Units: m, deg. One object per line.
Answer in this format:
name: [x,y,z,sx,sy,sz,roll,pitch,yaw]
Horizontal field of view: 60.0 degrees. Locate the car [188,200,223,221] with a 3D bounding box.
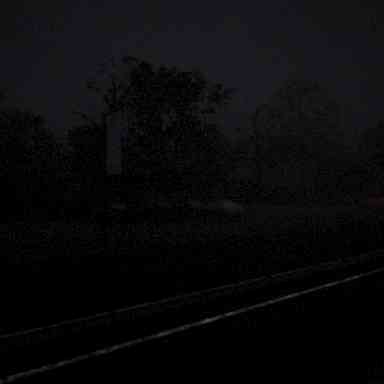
car: [-0.137,1.372,26.489,2.097,1.535,5.008,0,0,-36]

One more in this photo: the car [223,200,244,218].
car: [2.428,1.395,28.316,2.002,1.452,4.674,0,0,-36]

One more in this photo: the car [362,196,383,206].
car: [25.590,1.209,44.896,2.097,1.535,5.008,0,0,-36]

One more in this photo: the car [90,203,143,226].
car: [-5.457,1.447,22.670,2.002,1.452,4.674,0,0,-36]

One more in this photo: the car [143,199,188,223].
car: [-2.792,1.391,24.575,2.231,1.521,4.892,0,0,-36]
